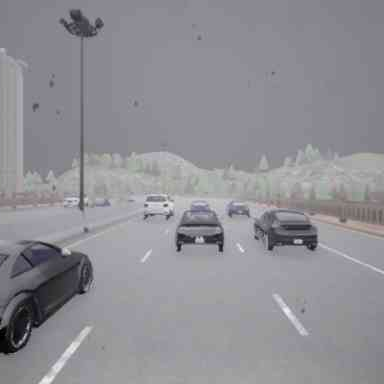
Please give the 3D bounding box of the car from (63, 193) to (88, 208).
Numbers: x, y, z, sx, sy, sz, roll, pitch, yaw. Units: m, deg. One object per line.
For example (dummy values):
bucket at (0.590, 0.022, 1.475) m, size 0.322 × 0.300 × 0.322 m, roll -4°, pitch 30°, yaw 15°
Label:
car at (-16.524, 1.233, 47.796) m, size 2.150 × 2.045 × 5.566 m, roll 0°, pitch 0°, yaw 2°

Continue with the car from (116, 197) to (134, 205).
car at (-9.533, 1.505, 47.564) m, size 2.128 × 1.511 × 4.902 m, roll 0°, pitch 0°, yaw 1°

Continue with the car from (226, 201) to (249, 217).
car at (4.228, 1.539, 31.034) m, size 1.812 × 1.442 × 4.674 m, roll 0°, pitch 0°, yaw 1°

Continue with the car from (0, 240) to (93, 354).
car at (-3.327, 1.565, 6.127) m, size 1.994 × 1.385 × 4.181 m, roll 0°, pitch 0°, yaw 1°

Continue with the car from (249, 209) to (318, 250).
car at (3.832, 1.512, 14.260) m, size 1.837 × 1.490 × 4.892 m, roll 0°, pitch 0°, yaw 1°

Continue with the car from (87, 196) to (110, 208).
car at (-13.032, 1.539, 47.549) m, size 1.812 × 1.442 × 4.674 m, roll 0°, pitch 0°, yaw 2°

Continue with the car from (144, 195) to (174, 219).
car at (-2.814, 1.232, 28.995) m, size 2.150 × 2.045 × 5.566 m, roll 0°, pitch 0°, yaw 1°

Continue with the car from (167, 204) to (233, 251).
car at (0.329, 1.497, 14.125) m, size 2.128 × 1.511 × 4.902 m, roll 0°, pitch 0°, yaw 1°

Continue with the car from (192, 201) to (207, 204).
car at (0.725, 1.538, 30.986) m, size 1.812 × 1.442 × 4.674 m, roll 0°, pitch 0°, yaw 1°
